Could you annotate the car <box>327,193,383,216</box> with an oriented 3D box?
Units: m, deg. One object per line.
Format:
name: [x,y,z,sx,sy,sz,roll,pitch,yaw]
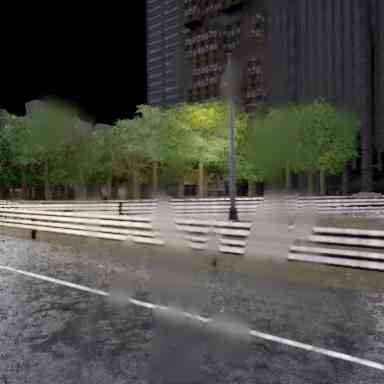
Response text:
car: [12.973,0.875,26.098,4.553,1.767,2.097,-1,0,-3]
